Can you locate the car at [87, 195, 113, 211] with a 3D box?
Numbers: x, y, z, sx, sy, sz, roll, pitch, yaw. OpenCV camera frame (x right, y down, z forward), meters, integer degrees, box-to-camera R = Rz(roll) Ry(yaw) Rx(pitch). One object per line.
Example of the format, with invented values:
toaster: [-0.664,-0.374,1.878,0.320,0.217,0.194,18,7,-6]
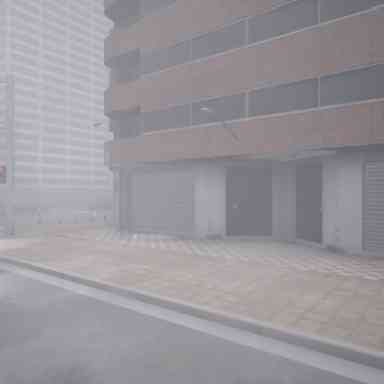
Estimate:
car: [-10.499,1.505,40.939,1.837,1.490,4.892,0,0,37]

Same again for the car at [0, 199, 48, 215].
car: [-16.749,1.505,32.686,1.837,1.490,4.892,0,0,37]
